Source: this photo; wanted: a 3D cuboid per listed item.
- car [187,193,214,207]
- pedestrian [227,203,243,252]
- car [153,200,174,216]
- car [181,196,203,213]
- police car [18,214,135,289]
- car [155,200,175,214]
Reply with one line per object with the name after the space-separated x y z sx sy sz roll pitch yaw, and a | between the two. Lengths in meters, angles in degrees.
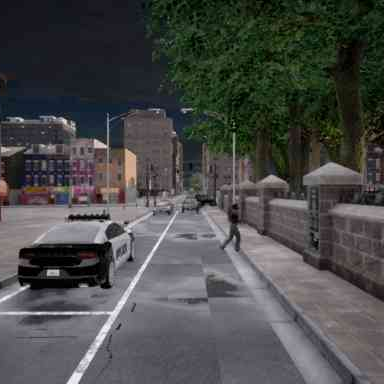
1.234 1.209 47.715 2.150 2.045 5.566 0 0 36 | car
1.588 1.294 12.330 0.375 1.860 0.375 0 0 0 | pedestrian
-2.878 1.581 32.882 1.802 1.307 4.206 0 0 0 | car
-0.184 1.491 36.745 2.128 1.511 4.902 0 0 0 | car
-2.818 1.425 9.291 1.930 1.638 5.238 0 0 0 | police car
-2.905 1.565 36.544 1.947 1.339 4.313 0 0 0 | car
